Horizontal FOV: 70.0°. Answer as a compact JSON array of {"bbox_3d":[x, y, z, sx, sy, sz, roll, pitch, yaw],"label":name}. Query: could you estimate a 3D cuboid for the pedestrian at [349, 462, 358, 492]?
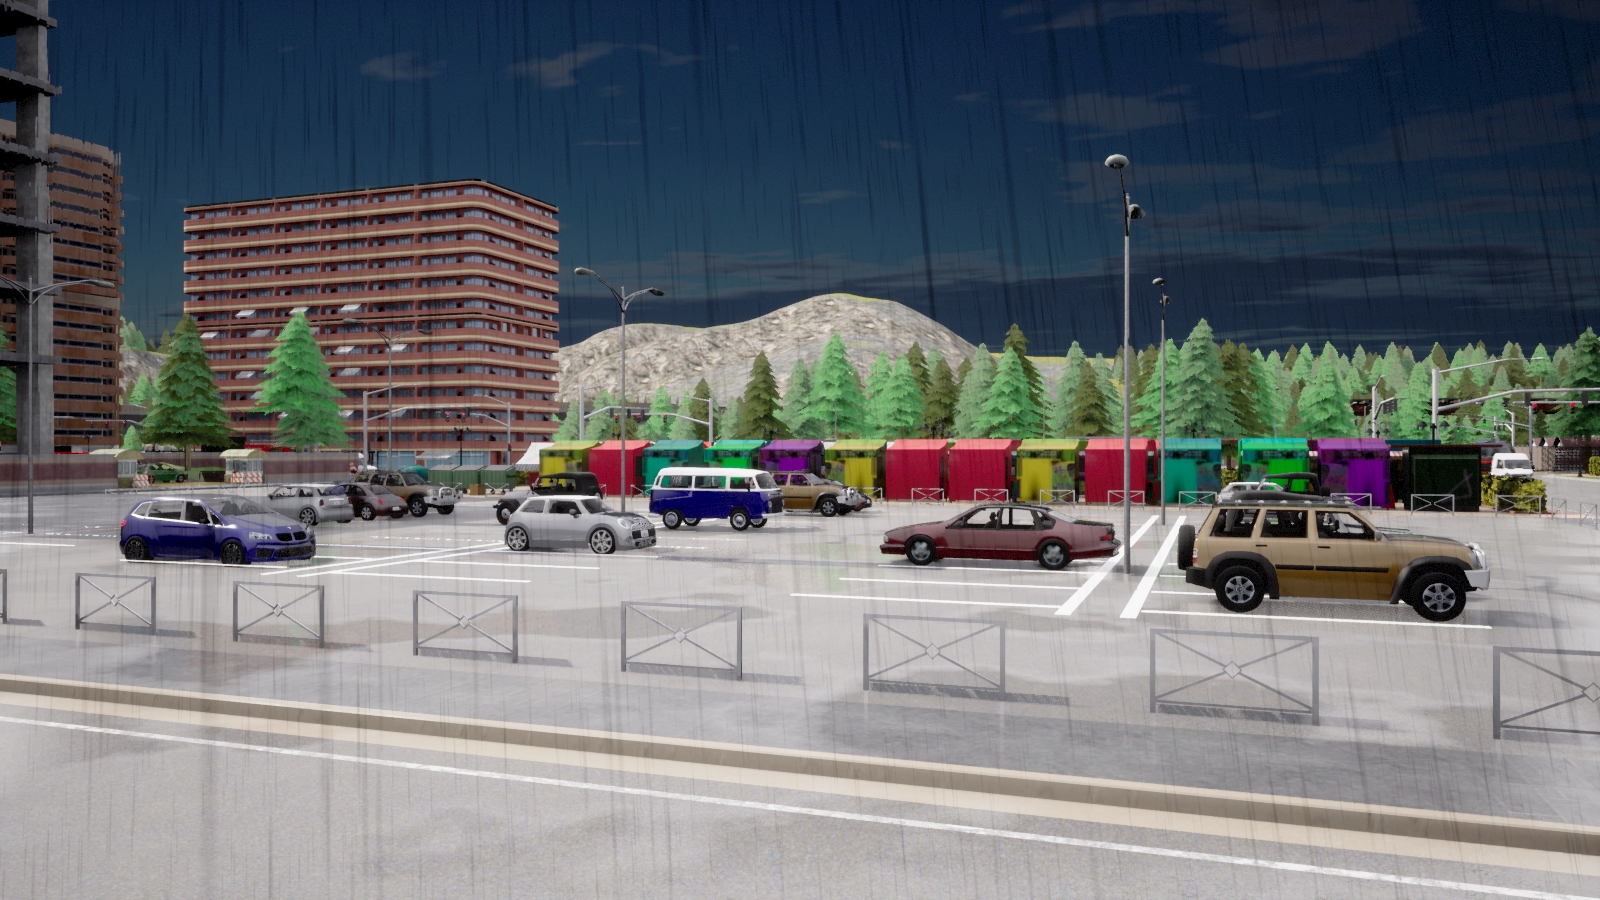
[{"bbox_3d":[-27.153,1.643,69.525,0.375,1.860,0.375,0,0,19],"label":"pedestrian"}]
